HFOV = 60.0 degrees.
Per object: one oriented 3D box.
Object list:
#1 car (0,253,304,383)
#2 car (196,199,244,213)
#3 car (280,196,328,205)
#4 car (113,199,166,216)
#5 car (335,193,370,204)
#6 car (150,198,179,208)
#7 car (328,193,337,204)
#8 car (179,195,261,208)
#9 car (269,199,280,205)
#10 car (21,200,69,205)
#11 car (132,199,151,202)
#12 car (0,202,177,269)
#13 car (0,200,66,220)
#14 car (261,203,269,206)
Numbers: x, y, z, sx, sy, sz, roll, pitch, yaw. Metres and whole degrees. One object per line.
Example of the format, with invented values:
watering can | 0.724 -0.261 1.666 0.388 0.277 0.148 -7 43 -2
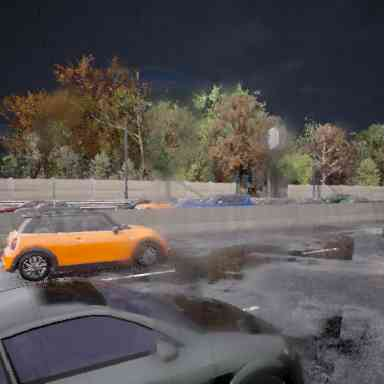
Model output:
car | -0.976 1.563 3.030 4.181 1.385 1.994 0 0 -30
car | 3.263 1.548 38.161 5.357 1.411 2.033 0 0 -30
car | 13.528 1.494 40.093 4.902 1.511 2.128 0 0 -30
car | -5.179 1.505 33.224 4.892 1.490 1.837 0 0 -30
car | 22.053 1.359 45.067 4.553 1.767 2.097 0 0 -30
car | -0.607 1.477 27.790 5.008 1.535 1.882 0 0 -30
car | 21.081 1.229 48.549 5.566 2.045 2.150 0 0 -30
car | 2.190 1.221 25.370 5.566 2.045 2.150 0 0 -30
car | 12.150 1.550 43.340 5.357 1.411 2.033 0 0 -30
car | -11.067 1.492 25.738 4.902 1.511 2.128 0 0 -30
car | -3.077 1.352 30.401 4.553 1.767 2.097 0 0 -30
car | -3.018 1.353 9.941 4.553 1.767 2.097 0 0 -30
car | -13.557 1.478 28.339 5.008 1.535 1.882 0 0 -30
car | 5.119 1.548 35.186 5.357 1.411 2.033 0 0 -30
